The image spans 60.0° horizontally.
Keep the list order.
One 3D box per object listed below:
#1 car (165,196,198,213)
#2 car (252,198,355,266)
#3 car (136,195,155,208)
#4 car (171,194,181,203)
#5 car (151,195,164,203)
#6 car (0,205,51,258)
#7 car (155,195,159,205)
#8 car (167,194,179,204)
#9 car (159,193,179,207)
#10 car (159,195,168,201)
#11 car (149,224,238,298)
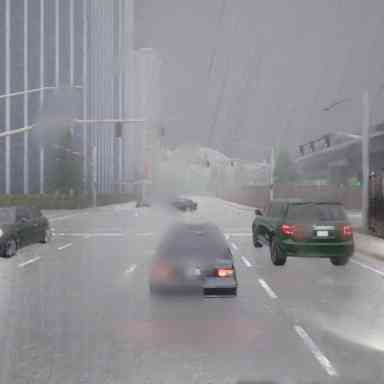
[{"bbox_3d":[-0.859,1.536,38.146,1.837,1.490,4.892,2,1,22],"label":"car"},{"bbox_3d":[3.575,1.221,11.716,2.150,2.045,5.566,0,0,1],"label":"car"},{"bbox_3d":[-7.075,1.504,48.942,1.837,1.490,4.892,0,0,0],"label":"car"},{"bbox_3d":[-3.475,1.355,72.598,2.097,1.767,4.553,0,0,0],"label":"car"},{"bbox_3d":[-6.989,1.491,68.105,2.128,1.511,4.902,0,0,0],"label":"car"},{"bbox_3d":[-7.172,1.352,12.626,2.097,1.767,4.553,0,0,-2],"label":"car"},{"bbox_3d":[-7.059,1.352,58.134,2.097,1.767,4.553,0,0,0],"label":"car"},{"bbox_3d":[-3.538,1.352,62.564,2.097,1.767,4.553,0,0,0],"label":"car"},{"bbox_3d":[-3.570,1.221,52.869,2.150,2.045,5.566,0,0,0],"label":"car"},{"bbox_3d":[-6.972,1.369,82.876,1.812,1.442,4.674,0,0,0],"label":"car"},{"bbox_3d":[0.058,1.547,8.683,2.033,1.411,5.357,0,0,1],"label":"car"}]
